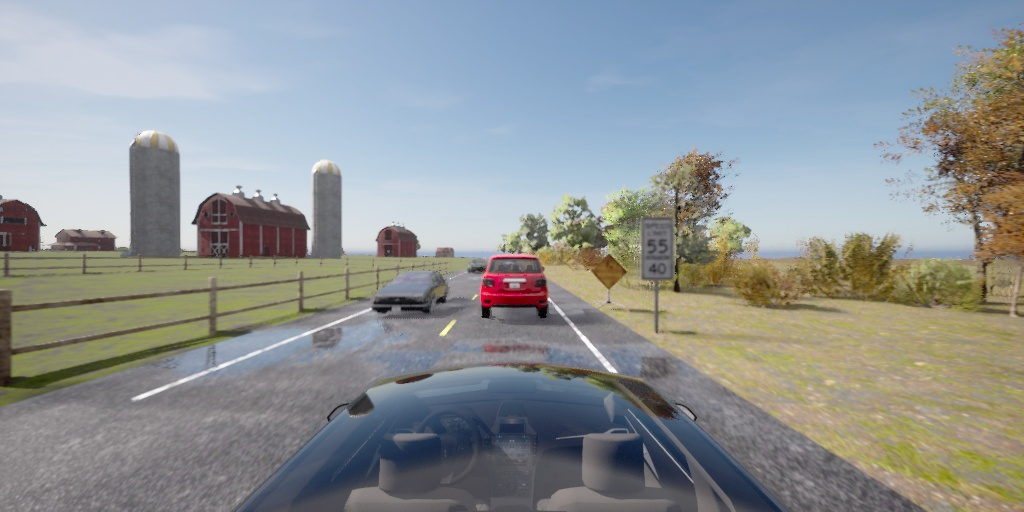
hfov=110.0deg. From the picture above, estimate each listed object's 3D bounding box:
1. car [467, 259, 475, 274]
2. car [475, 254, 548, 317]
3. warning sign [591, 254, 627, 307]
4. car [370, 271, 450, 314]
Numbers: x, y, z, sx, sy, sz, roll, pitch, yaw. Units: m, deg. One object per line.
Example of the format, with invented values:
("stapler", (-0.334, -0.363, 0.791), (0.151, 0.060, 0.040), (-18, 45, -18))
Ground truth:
("car", (-3.813, 1.079, 40.553), (2.097, 1.767, 4.553), (0, 0, 0))
("car", (0.069, 0.963, 13.259), (2.150, 2.045, 5.566), (0, 0, 0))
("warning sign", (3.524, 0.856, 13.083), (1.300, 1.860, 1.060), (0, 0, 0))
("car", (-3.632, 1.289, 13.909), (2.033, 1.411, 5.357), (0, 0, 0))
